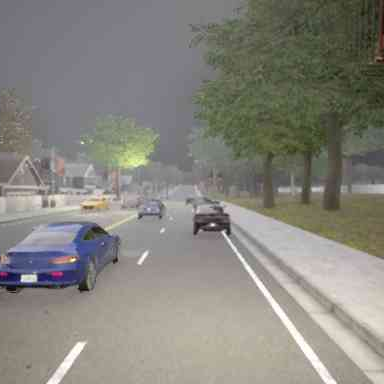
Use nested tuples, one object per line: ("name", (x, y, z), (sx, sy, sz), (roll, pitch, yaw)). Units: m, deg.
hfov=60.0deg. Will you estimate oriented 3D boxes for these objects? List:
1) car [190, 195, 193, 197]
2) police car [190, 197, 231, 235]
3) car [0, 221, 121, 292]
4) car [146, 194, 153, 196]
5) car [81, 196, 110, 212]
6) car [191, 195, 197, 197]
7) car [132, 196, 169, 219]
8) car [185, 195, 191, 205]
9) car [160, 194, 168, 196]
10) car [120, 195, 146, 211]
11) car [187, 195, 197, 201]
("car", (0.977, 1.242, 34.011), (1.837, 1.490, 4.892), (0, 0, 0))
("police car", (0.976, 1.300, 18.118), (1.930, 1.638, 5.238), (0, 1, 0))
("car", (-3.148, 1.485, 8.729), (1.812, 1.442, 4.674), (0, 0, 0))
("car", (-9.745, 1.139, 75.079), (2.097, 1.767, 4.553), (0, 0, 0))
("car", (-9.844, 1.214, 34.128), (1.882, 1.535, 5.008), (0, 0, 0))
("car", (0.976, 1.287, 28.009), (1.837, 1.490, 4.892), (0, 1, 0))
("car", (-3.147, 1.339, 26.826), (2.033, 1.411, 5.357), (0, 0, 0))
("car", (0.004, 1.164, 51.539), (1.882, 1.535, 5.008), (0, 0, 0))
("car", (-6.494, 1.103, 78.093), (1.812, 1.442, 4.674), (0, 0, 0))
("car", (-6.591, 1.247, 36.691), (1.812, 1.442, 4.674), (0, 0, 0))
("car", (0.005, 1.228, 71.868), (1.895, 1.301, 4.718), (0, 0, 0))
